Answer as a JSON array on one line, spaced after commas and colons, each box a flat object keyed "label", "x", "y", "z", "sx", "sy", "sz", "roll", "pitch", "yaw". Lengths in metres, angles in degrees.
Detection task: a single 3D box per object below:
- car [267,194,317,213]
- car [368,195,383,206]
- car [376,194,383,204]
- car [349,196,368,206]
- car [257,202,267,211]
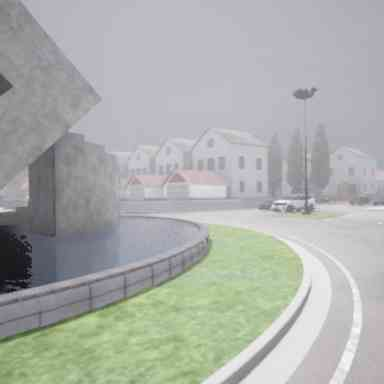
[{"label": "car", "x": 11.780, "y": 1.298, "z": 38.182, "sx": 5.566, "sy": 2.045, "sz": 2.150, "roll": -1, "pitch": 0, "yaw": -29}, {"label": "car", "x": 29.904, "y": 1.427, "z": 51.528, "sx": 5.357, "sy": 1.411, "sz": 2.033, "roll": -1, "pitch": -1, "yaw": -39}, {"label": "car", "x": 35.728, "y": 1.204, "z": 60.737, "sx": 4.553, "sy": 1.767, "sz": 2.097, "roll": -1, "pitch": 0, "yaw": -39}, {"label": "car", "x": 27.316, "y": 1.443, "z": 53.941, "sx": 4.892, "sy": 1.490, "sz": 1.837, "roll": 0, "pitch": -1, "yaw": -39}, {"label": "car", "x": 10.356, "y": 1.626, "z": 41.417, "sx": 4.892, "sy": 1.490, "sz": 1.837, "roll": -1, "pitch": 0, "yaw": -29}]
